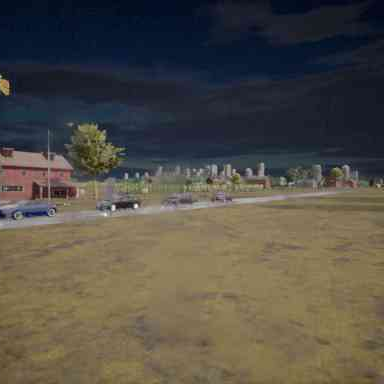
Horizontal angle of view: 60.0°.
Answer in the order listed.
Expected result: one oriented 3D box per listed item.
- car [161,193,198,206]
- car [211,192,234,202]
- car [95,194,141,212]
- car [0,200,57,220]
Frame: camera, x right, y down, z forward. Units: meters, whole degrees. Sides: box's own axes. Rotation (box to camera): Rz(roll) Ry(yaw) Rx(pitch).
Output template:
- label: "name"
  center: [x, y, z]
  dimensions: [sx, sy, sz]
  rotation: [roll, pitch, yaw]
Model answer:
- label: "car"
  center: [-1.374, 0.871, 40.191]
  dimensions: [2.033, 1.411, 5.357]
  rotation: [1, 2, 36]
- label: "car"
  center: [4.446, 0.682, 48.187]
  dimensions: [1.994, 1.385, 4.181]
  rotation: [1, 2, 36]
- label: "car"
  center: [-7.093, 1.028, 32.298]
  dimensions: [1.837, 1.490, 4.892]
  rotation: [1, 2, 36]
- label: "car"
  center: [-12.382, 1.267, 24.994]
  dimensions: [1.994, 1.385, 4.181]
  rotation: [1, 2, 34]
